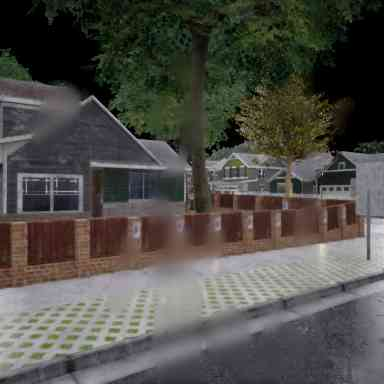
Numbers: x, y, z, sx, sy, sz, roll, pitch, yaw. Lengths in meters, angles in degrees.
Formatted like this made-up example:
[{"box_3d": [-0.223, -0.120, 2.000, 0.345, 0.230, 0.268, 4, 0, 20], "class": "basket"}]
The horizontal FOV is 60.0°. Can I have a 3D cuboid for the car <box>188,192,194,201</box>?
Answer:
[{"box_3d": [0.433, 0.795, 44.667, 1.837, 1.490, 4.892, 0, 1, -32], "class": "car"}]
